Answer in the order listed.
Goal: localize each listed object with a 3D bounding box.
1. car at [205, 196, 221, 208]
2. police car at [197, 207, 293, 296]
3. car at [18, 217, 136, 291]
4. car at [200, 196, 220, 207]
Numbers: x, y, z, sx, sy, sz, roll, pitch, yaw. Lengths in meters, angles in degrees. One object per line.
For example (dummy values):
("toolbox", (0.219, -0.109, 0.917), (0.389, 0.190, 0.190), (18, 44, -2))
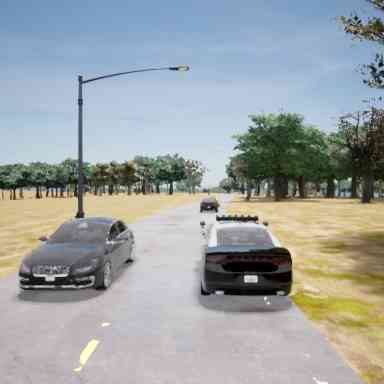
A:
("car", (2.979, 1.318, 47.160), (1.882, 1.535, 5.008), (0, 0, 8))
("police car", (1.167, 1.423, 8.798), (1.930, 1.638, 5.238), (0, 0, 1))
("car", (-2.807, 1.501, 9.149), (1.837, 1.490, 4.892), (0, 0, 2))
("car", (1.955, 1.392, 36.785), (1.882, 1.535, 5.008), (0, 0, 6))
